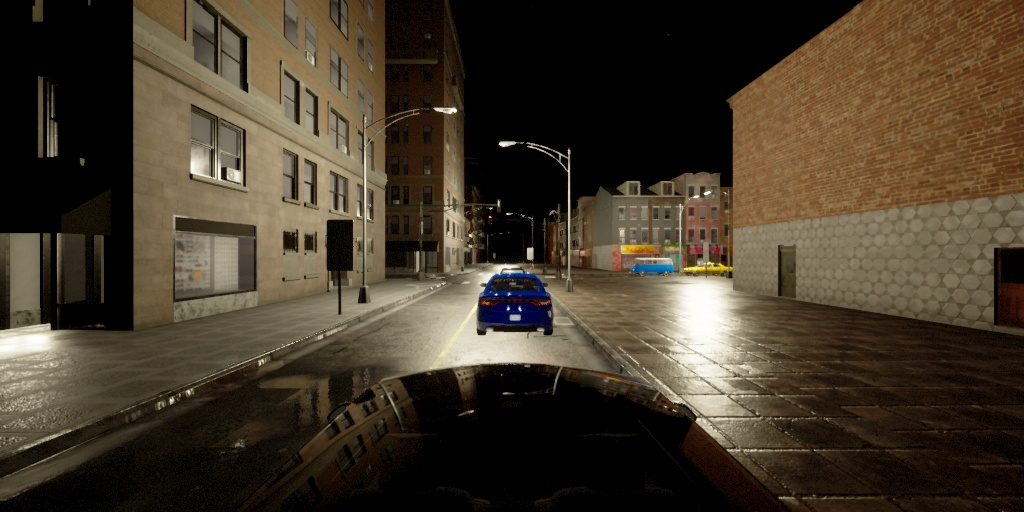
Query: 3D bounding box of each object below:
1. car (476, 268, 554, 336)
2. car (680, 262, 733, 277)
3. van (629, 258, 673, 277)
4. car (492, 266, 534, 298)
[{"bbox_3d":[0.069,1.227,10.488,1.882,1.535,5.008,0,0,0],"label":"car"},{"bbox_3d":[19.060,1.267,35.056,4.829,1.417,1.751,0,0,0],"label":"car"},{"bbox_3d":[13.618,1.087,35.044,3.998,1.789,1.690,0,0,0],"label":"van"},{"bbox_3d":[0.037,1.313,19.257,1.994,1.385,4.181,0,0,0],"label":"car"}]
